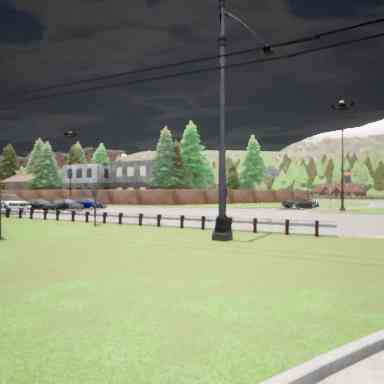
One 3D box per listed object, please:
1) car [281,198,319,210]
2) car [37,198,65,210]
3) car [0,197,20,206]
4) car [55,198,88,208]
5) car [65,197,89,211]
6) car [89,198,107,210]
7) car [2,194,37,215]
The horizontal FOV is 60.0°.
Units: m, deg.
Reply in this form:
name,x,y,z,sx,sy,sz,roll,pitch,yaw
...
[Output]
name,x,y,z,sx,sy,sz,roll,pitch,yaw
car,13.767,1.482,42.327,4.892,1.490,1.837,0,2,-14
car,-16.579,1.473,36.202,5.008,1.535,1.882,0,0,29
car,-31.725,1.596,56.774,4.718,1.301,1.895,0,0,30
car,-17.686,1.592,48.880,4.718,1.301,1.895,0,0,29
car,-14.844,1.519,39.255,4.674,1.442,1.812,0,0,29
car,-13.032,1.469,42.239,5.008,1.535,1.882,0,0,29
car,-18.570,1.219,33.306,5.566,2.045,2.150,0,0,29
